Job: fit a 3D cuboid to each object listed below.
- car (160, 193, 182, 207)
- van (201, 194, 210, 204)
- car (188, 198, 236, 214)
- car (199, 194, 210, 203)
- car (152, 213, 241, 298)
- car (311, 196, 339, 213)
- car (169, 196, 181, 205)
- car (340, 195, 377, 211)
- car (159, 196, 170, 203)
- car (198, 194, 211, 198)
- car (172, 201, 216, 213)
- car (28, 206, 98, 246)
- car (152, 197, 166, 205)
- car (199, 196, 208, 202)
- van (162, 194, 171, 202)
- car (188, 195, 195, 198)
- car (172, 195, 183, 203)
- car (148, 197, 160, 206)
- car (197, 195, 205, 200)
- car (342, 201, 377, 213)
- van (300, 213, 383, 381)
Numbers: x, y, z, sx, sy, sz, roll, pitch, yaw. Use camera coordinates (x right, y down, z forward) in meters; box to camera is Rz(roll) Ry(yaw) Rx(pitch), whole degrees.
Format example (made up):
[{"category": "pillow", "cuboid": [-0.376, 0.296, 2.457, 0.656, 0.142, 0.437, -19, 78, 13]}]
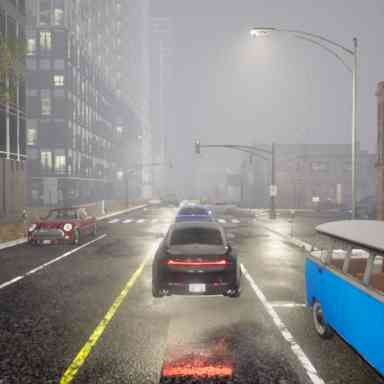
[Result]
[{"category": "car", "cuboid": [-3.164, 1.208, 51.213, 2.150, 2.045, 5.566, 0, 0, 1]}, {"category": "van", "cuboid": [2.594, 1.325, 64.278, 1.690, 1.788, 3.998, -1, 0, 0]}, {"category": "car", "cuboid": [2.061, 1.589, 33.485, 4.718, 1.301, 1.895, 0, 0, -30]}, {"category": "car", "cuboid": [2.586, 1.298, 69.921, 2.192, 1.841, 5.009, -1, 0, 0]}, {"category": "car", "cuboid": [0.087, 1.502, 8.495, 1.837, 1.490, 4.892, 0, 0, 0]}, {"category": "car", "cuboid": [16.477, 1.411, 38.362, 5.009, 1.841, 2.192, 1, 0, 1]}, {"category": "car", "cuboid": [-3.145, 1.462, 61.105, 1.882, 1.535, 5.008, 0, 0, 0]}, {"category": "car", "cuboid": [19.304, 1.385, 35.733, 5.566, 2.045, 2.150, 1, 1, 1]}, {"category": "car", "cuboid": [-5.757, 1.549, 69.966, 1.947, 1.339, 4.313, -1, 0, 0]}, {"category": "car", "cuboid": [2.602, 1.425, 58.633, 1.967, 1.590, 4.097, -1, 0, 0]}, {"category": "car", "cuboid": [0.068, 1.472, 17.982, 1.882, 1.535, 5.008, 0, 0, 0]}, {"category": "car", "cuboid": [-5.723, 1.436, 15.086, 1.967, 1.590, 4.097, -1, 0, 0]}, {"category": "car", "cuboid": [-5.743, 1.551, 58.677, 1.947, 1.339, 4.313, -1, 0, 0]}, {"category": "car", "cuboid": [2.584, 1.564, 75.565, 1.802, 1.307, 4.206, -1, 0, 0]}, {"category": "van", "cuboid": [-5.767, 1.323, 75.610, 1.690, 1.788, 3.998, -1, 0, 0]}, {"category": "car", "cuboid": [-0.100, 1.481, 79.560, 1.837, 1.490, 4.892, 0, 0, 0]}, {"category": "car", "cuboid": [-3.089, 1.508, 71.377, 2.128, 1.511, 4.902, 0, 0, 0]}, {"category": "car", "cuboid": [-5.907, 1.512, 52.863, 1.752, 1.417, 4.829, -1, 0, 0]}, {"category": "car", "cuboid": [2.562, 1.531, 92.498, 2.008, 1.369, 4.403, -1, 0, 0]}, {"category": "car", "cuboid": [16.379, 1.793, 29.985, 4.313, 1.339, 1.947, 1, 0, 1]}, {"category": "van", "cuboid": [2.669, 1.340, 4.013, 1.690, 1.788, 3.998, -1, 0, 0]}]
